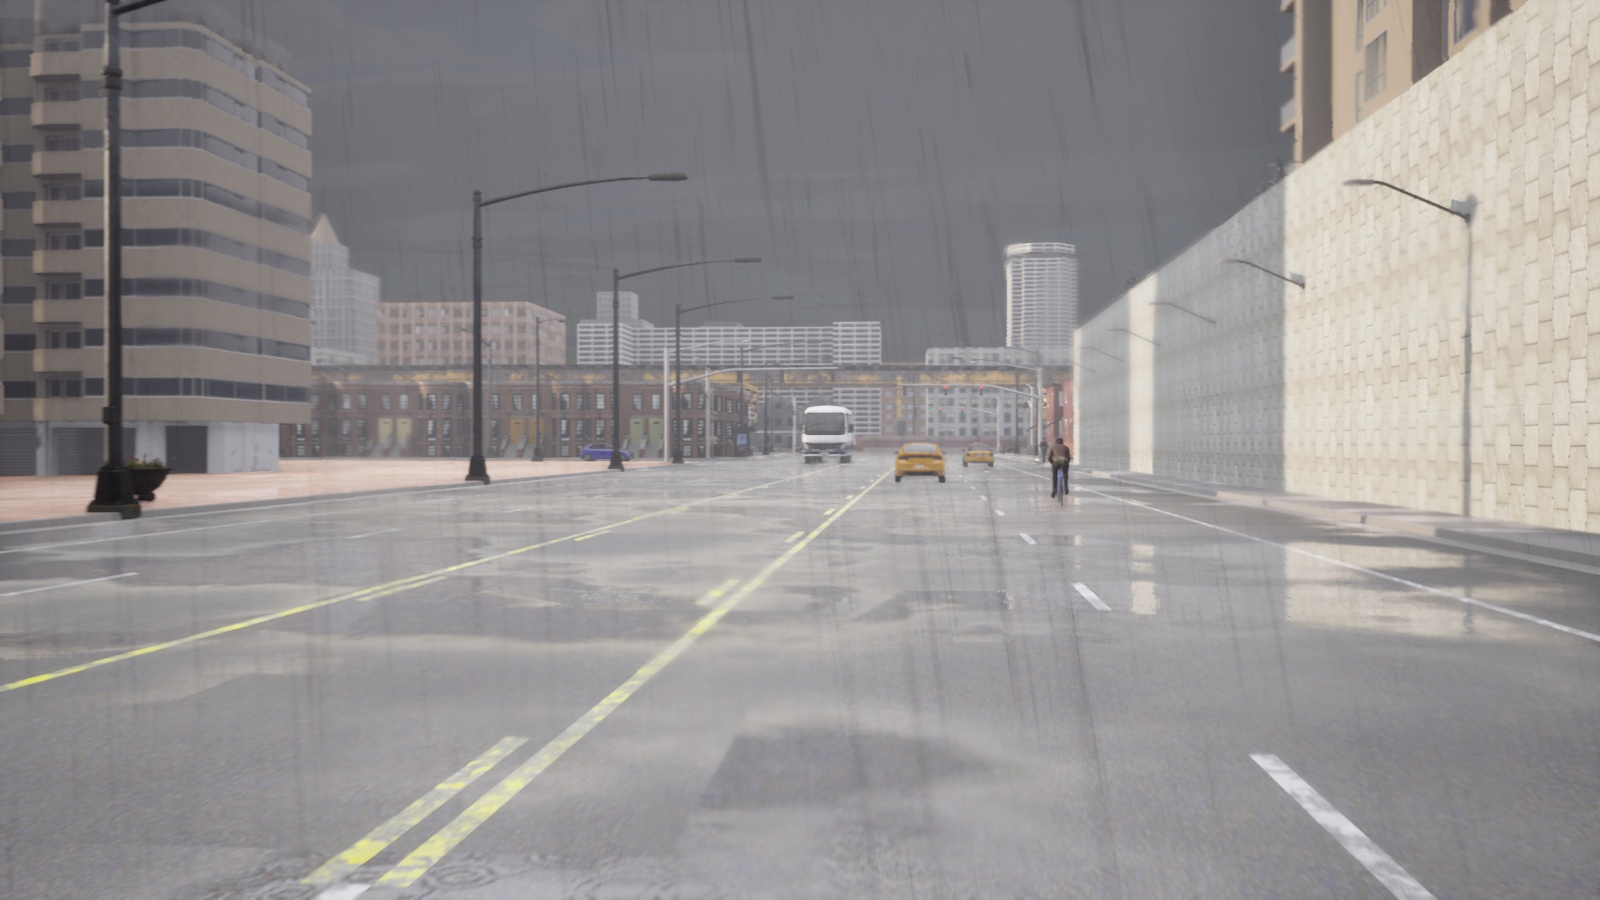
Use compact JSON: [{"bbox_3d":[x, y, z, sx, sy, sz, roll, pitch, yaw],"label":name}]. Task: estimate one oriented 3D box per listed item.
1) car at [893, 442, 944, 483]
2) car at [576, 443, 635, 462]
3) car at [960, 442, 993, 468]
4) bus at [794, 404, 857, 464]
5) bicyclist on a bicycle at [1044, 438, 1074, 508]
[{"bbox_3d":[4.633,0.454,49.160,1.882,1.535,5.008,0,0,6],"label":"car"},{"bbox_3d":[-15.104,0.183,97.549,4.193,1.474,1.816,0,0,5],"label":"car"},{"bbox_3d":[10.990,0.262,78.344,1.801,1.575,5.366,0,0,6],"label":"car"},{"bbox_3d":[2.026,-1.161,94.610,3.944,4.253,10.273,0,0,6],"label":"bus"},{"bbox_3d":[6.209,0.540,30.176,0.582,1.620,1.656,0,0,8],"label":"bicyclist on a bicycle"}]
